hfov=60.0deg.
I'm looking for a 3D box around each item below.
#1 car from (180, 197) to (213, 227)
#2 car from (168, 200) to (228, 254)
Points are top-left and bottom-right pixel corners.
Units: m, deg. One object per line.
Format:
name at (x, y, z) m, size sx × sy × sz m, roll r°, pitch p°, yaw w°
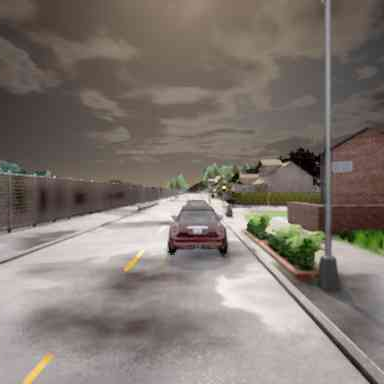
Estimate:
car at (0.326, 1.304, 23.185) m, size 2.097 × 1.767 × 4.553 m, roll 0°, pitch 0°, yaw 1°
car at (0.216, 1.328, 13.446) m, size 2.097 × 1.767 × 4.553 m, roll 0°, pitch 1°, yaw 1°
